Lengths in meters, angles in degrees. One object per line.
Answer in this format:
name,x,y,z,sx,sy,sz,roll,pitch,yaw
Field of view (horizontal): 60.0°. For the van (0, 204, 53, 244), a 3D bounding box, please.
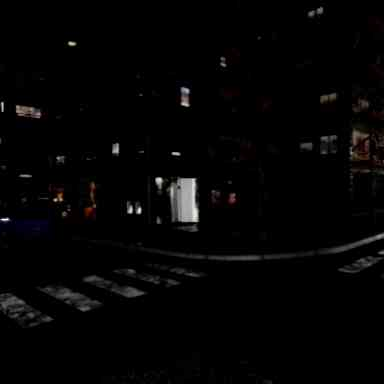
van,-8.613,1.563,16.988,1.690,1.788,3.998,-3,1,-45
